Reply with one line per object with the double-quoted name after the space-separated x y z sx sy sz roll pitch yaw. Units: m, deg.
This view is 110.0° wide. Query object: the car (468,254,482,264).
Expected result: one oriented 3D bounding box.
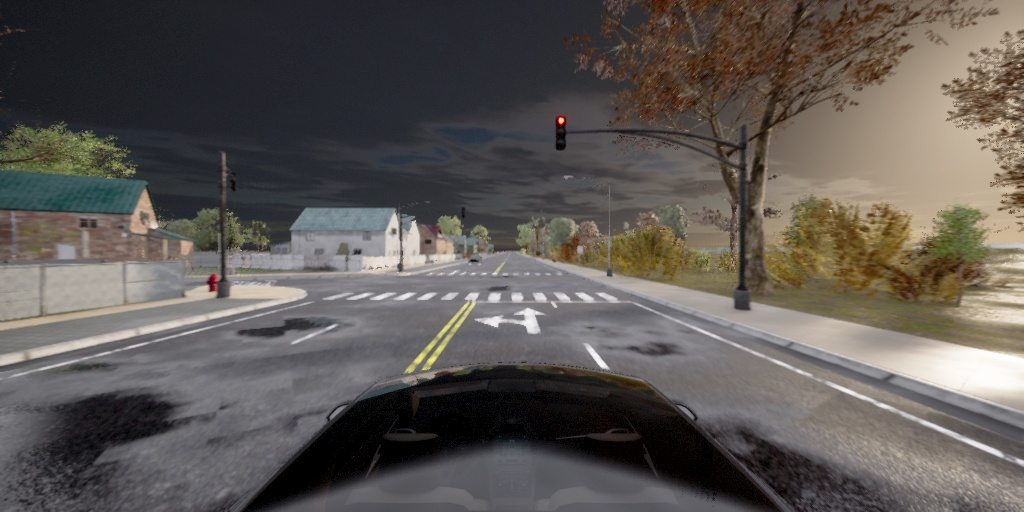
-6.494 0.482 63.335 2.097 1.767 4.553 0 0 0 "car"
